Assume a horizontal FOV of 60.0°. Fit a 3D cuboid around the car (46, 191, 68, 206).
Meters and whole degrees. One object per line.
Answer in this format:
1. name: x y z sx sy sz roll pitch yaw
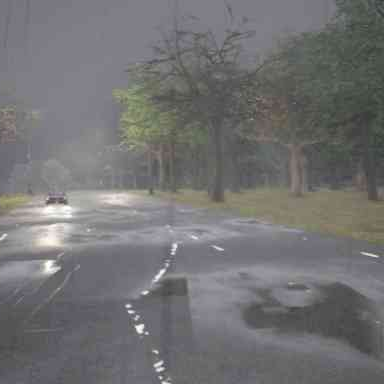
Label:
1. car: -12.929 0.578 31.820 1.895 1.301 4.718 -2 3 -22
